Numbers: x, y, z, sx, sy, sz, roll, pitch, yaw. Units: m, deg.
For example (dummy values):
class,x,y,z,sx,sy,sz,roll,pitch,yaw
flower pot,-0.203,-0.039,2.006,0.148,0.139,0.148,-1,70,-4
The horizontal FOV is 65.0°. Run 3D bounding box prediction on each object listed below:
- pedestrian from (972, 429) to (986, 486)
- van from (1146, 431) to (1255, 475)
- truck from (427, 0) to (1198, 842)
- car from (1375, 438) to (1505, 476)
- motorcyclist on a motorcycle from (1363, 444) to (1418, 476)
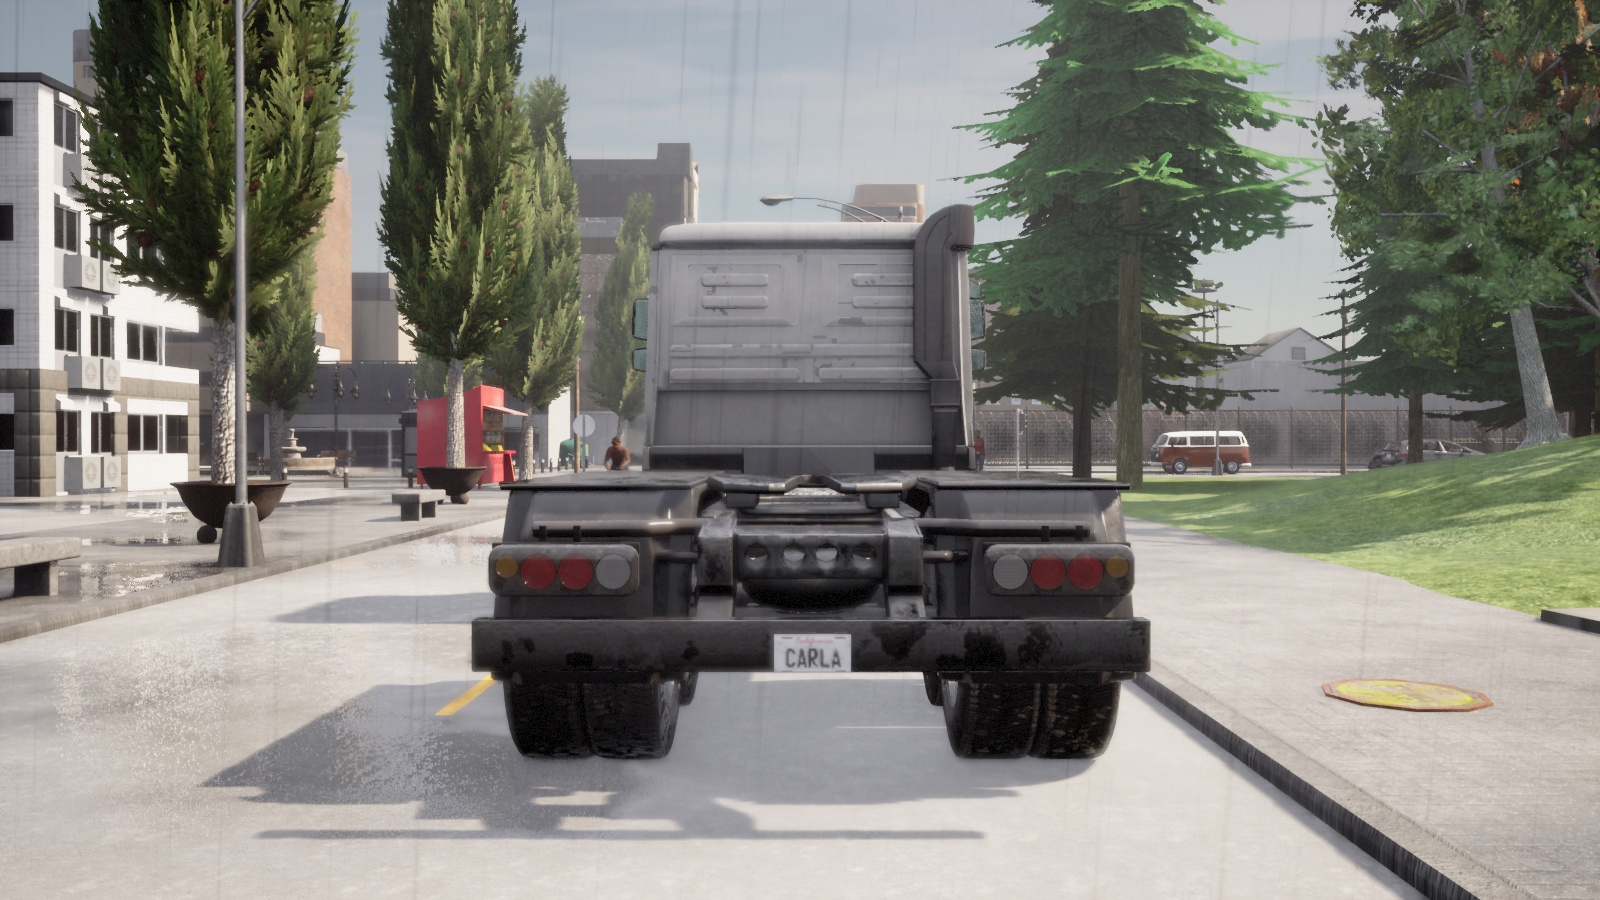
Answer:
class,x,y,z,sx,sy,sz,roll,pitch,yaw
pedestrian,5.778,0.231,40.634,0.331,1.846,0.636,0,0,-2
van,18.967,0.149,59.629,4.480,2.038,2.069,0,0,0
truck,0.066,-0.284,8.680,2.891,3.462,7.936,0,0,0
car,28.257,0.300,55.584,4.611,1.667,2.242,0,0,0
motorcyclist on a motorcycle,27.989,0.468,59.590,2.191,1.530,0.866,0,0,0
